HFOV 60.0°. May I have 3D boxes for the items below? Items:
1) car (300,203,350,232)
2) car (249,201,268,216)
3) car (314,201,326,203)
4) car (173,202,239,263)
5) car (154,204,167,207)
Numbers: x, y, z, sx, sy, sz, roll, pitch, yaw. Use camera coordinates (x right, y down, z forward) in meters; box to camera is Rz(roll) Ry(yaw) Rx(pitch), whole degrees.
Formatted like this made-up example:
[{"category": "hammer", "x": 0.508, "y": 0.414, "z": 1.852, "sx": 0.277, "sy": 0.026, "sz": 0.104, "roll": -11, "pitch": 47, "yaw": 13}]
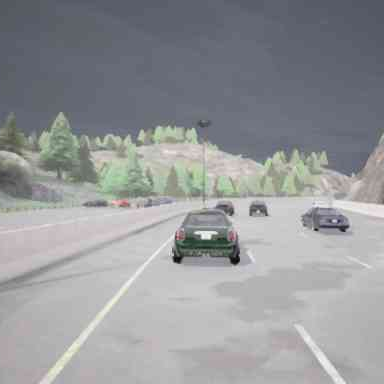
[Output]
[{"category": "car", "x": 8.342, "y": 1.702, "z": 21.249, "sx": 2.033, "sy": 1.411, "sz": 5.357, "roll": 0, "pitch": 0, "yaw": 7}, {"category": "car", "x": 7.218, "y": 1.729, "z": 36.182, "sx": 1.837, "sy": 1.490, "sz": 4.892, "roll": 0, "pitch": 0, "yaw": 11}, {"category": "car", "x": 14.939, "y": 1.806, "z": 38.881, "sx": 1.812, "sy": 1.442, "sz": 4.674, "roll": 0, "pitch": 0, "yaw": 12}, {"category": "car", "x": 0.564, "y": 1.417, "z": 12.424, "sx": 2.097, "sy": 1.767, "sz": 4.553, "roll": 0, "pitch": 0, "yaw": 3}, {"category": "car", "x": -4.518, "y": 1.571, "z": 48.720, "sx": 2.097, "sy": 1.767, "sz": 4.553, "roll": 0, "pitch": 0, "yaw": 14}]
